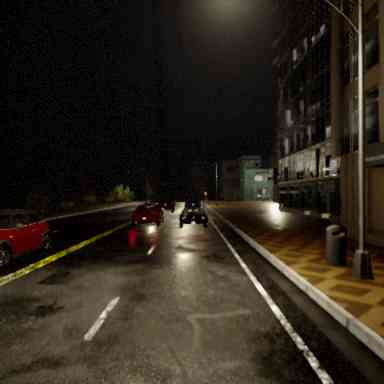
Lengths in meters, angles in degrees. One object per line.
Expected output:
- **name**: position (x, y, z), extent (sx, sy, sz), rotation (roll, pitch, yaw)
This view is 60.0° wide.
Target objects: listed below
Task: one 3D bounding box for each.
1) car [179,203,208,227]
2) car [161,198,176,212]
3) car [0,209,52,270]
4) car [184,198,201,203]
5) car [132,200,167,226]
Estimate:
- **car**: position (0.098, 1.735, 23.885), extent (1.895, 1.301, 4.718), rotation (0, 0, 0)
- **car**: position (-3.153, 1.585, 41.738), extent (2.097, 1.767, 4.553), rotation (0, 0, 0)
- **car**: position (-6.599, 1.416, 11.258), extent (2.097, 1.767, 4.553), rotation (0, 0, 0)
- **car**: position (0.097, 1.586, 41.912), extent (2.097, 1.767, 4.553), rotation (0, 0, 0)
- **car**: position (-3.153, 1.615, 24.530), extent (1.882, 1.535, 5.008), rotation (0, 0, 0)
